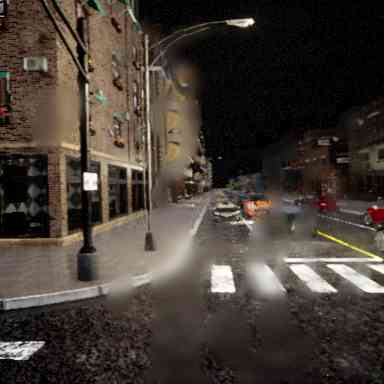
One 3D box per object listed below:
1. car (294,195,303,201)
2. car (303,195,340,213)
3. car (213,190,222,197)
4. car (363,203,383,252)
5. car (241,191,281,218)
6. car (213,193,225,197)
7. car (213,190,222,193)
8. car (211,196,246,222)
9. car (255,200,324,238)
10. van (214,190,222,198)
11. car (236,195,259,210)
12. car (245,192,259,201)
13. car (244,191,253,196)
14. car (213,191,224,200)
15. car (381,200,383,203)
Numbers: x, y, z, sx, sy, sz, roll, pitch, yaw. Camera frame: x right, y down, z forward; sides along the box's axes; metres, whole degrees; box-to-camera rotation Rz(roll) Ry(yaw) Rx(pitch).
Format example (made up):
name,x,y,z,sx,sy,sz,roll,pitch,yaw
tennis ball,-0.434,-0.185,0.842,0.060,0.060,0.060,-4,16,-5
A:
name,x,y,z,sx,sy,sz,roll,pitch,yaw
car,11.441,0.949,33.750,2.008,1.369,4.403,-2,1,4
car,11.053,1.047,28.066,1.802,1.307,4.206,-2,1,4
car,6.573,0.319,85.454,2.192,1.841,5.009,-2,0,4
car,6.867,1.236,9.391,2.128,1.511,4.902,-1,0,10
car,5.098,0.971,25.498,2.097,1.767,4.553,-1,1,4
car,3.081,1.122,34.311,2.008,1.369,4.403,-2,1,4
car,4.235,0.903,51.190,1.752,1.417,4.829,-2,1,4
car,2.304,1.256,22.945,2.008,1.369,4.403,-2,1,4
car,4.414,1.300,15.725,1.994,1.385,4.181,-1,1,4
van,6.185,0.406,79.773,1.690,1.788,3.998,-2,0,4
car,5.862,1.064,35.470,1.994,1.385,4.181,-1,1,4
car,10.573,0.731,58.892,1.994,1.385,4.181,-1,1,4
car,15.330,0.353,90.580,1.802,1.307,4.206,-2,0,4
car,5.021,0.689,62.724,1.967,1.590,4.097,-2,1,4
car,10.271,1.039,16.699,1.967,1.590,4.097,-2,1,4
